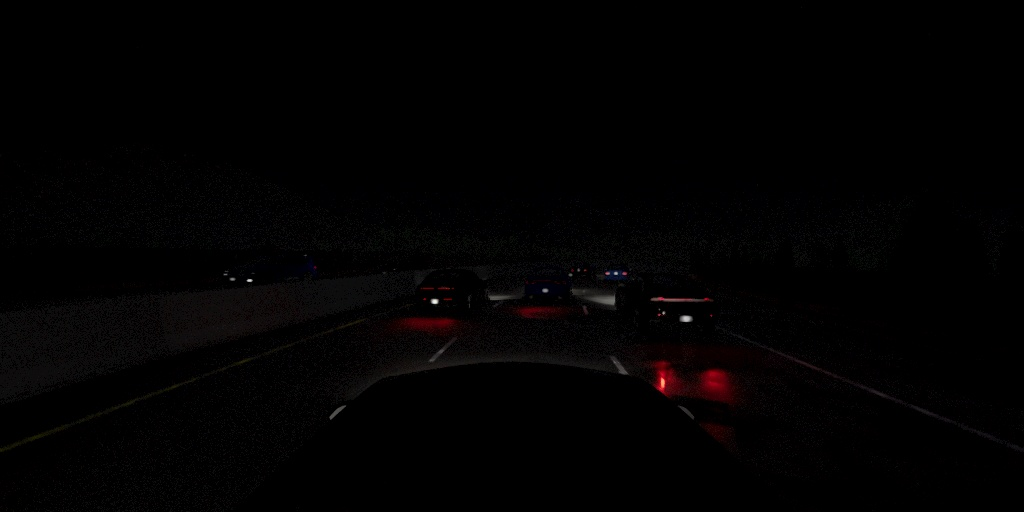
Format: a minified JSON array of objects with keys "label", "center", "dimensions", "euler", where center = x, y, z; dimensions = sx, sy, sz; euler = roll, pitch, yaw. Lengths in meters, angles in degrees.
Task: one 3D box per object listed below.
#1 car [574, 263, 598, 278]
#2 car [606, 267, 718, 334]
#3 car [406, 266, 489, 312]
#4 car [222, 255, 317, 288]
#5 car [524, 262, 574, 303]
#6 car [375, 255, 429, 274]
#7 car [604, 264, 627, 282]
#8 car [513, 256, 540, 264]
[{"label":"car","center":[6.949,1.329,34.473],"dimensions":[2.033,1.411,5.357],"euler":[0,0,23]},{"label":"car","center":[4.359,1.257,10.778],"dimensions":[2.128,1.511,4.902],"euler":[0,0,7]},{"label":"car","center":[-2.209,1.253,14.257],"dimensions":[1.837,1.490,4.892],"euler":[0,0,8]},{"label":"car","center":[-15.071,0.937,22.774],"dimensions":[2.150,2.045,5.566],"euler":[0,0,12]},{"label":"car","center":[1.786,1.238,16.864],"dimensions":[1.882,1.535,5.008],"euler":[0,0,10]},{"label":"car","center":[-9.318,0.957,30.959],"dimensions":[2.150,2.045,5.566],"euler":[0,0,18]},{"label":"car","center":[8.410,1.330,28.486],"dimensions":[2.033,1.411,5.357],"euler":[0,0,19]},{"label":"car","center":[2.035,0.979,48.871],"dimensions":[2.150,2.045,5.566],"euler":[0,0,28]}]
